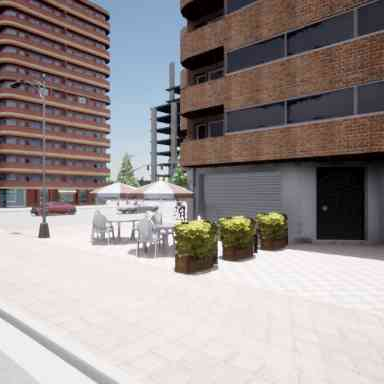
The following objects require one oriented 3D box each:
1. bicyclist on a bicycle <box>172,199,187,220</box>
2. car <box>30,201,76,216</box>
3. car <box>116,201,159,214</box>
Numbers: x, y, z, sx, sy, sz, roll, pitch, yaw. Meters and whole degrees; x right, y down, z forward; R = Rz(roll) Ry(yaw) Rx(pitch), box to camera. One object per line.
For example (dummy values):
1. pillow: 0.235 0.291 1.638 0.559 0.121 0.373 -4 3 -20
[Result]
1. bicyclist on a bicycle: -0.968 1.356 25.431 1.656 1.620 0.582 0 0 41
2. car: -13.650 1.619 32.927 1.994 1.385 4.181 0 0 42
3. car: -5.787 1.656 36.244 1.895 1.301 4.718 0 0 41
